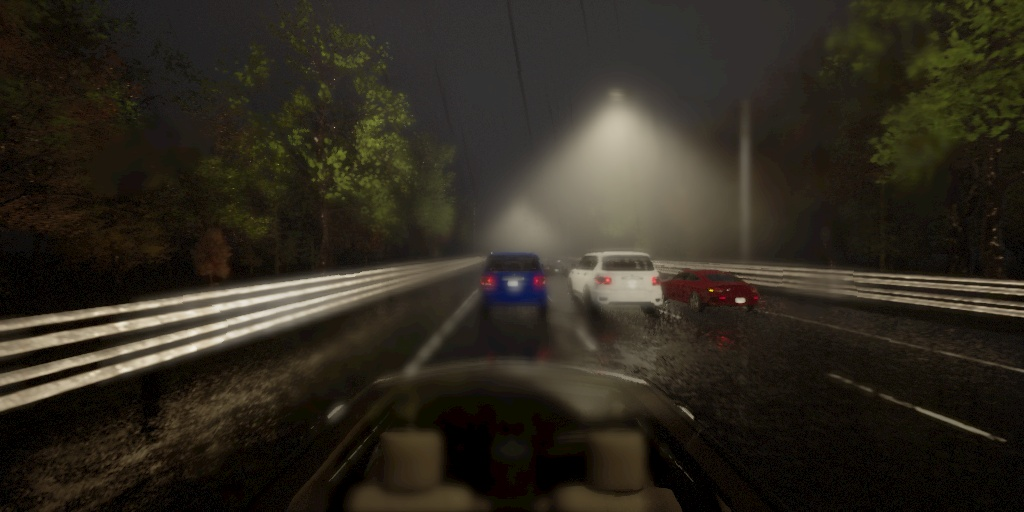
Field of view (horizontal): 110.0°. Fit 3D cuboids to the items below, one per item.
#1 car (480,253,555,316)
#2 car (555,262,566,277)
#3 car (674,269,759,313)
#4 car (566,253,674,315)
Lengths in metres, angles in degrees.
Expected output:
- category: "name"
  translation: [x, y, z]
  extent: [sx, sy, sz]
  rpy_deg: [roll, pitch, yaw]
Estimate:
- category: "car"
  translation: [0.091, 0.901, 13.049]
  extent: [2.150, 2.045, 5.566]
  rpy_deg: [0, 0, 0]
- category: "car"
  translation: [3.587, 1.136, 29.605]
  extent: [1.994, 1.385, 4.181]
  rpy_deg: [0, 0, 0]
- category: "car"
  translation: [7.089, 1.202, 13.427]
  extent: [1.812, 1.442, 4.674]
  rpy_deg: [0, 0, 0]
- category: "car"
  translation: [3.591, 0.899, 13.297]
  extent: [2.150, 2.045, 5.566]
  rpy_deg: [0, 0, 0]
